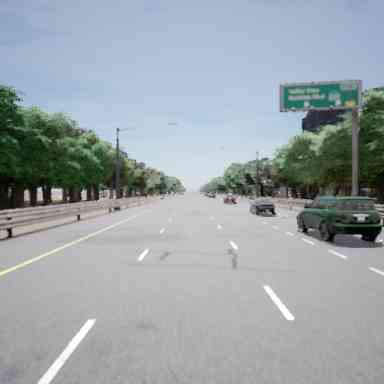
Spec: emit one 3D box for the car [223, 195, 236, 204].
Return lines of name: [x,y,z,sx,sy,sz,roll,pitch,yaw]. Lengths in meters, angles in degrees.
car: [7.086,1.337,63.864,2.097,1.767,4.553,0,0,0]

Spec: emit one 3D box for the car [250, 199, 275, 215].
car: [7.040,1.498,33.548,1.837,1.490,4.892,0,0,0]

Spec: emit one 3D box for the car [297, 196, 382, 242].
car: [7.014,1.220,16.456,2.150,2.045,5.566,0,0,0]
